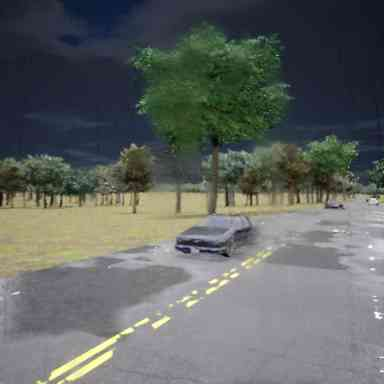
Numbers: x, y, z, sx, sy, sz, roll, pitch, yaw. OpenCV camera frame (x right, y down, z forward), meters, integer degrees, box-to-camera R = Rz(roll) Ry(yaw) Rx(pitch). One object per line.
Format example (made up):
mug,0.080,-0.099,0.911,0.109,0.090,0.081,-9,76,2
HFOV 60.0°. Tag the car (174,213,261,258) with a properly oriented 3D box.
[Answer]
car,1.315,1.589,13.453,2.033,1.411,5.357,0,0,27

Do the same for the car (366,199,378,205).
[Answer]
car,41.901,2.323,76.835,1.812,1.442,4.674,0,-1,27

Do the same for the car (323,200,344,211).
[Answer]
car,20.325,1.888,47.452,2.033,1.411,5.357,0,0,35
